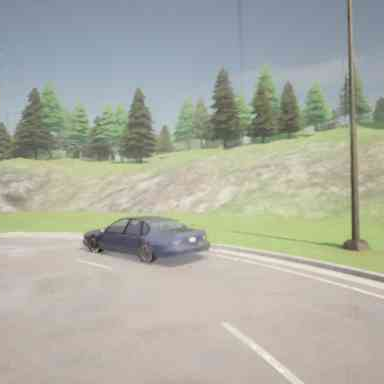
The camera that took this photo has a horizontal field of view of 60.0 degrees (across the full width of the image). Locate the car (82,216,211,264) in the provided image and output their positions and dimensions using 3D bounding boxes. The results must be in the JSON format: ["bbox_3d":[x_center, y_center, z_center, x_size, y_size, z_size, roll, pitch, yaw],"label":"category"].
[{"bbox_3d":[-1.846,1.568,11.974,5.357,1.411,2.033,-1,0,42],"label":"car"}]
